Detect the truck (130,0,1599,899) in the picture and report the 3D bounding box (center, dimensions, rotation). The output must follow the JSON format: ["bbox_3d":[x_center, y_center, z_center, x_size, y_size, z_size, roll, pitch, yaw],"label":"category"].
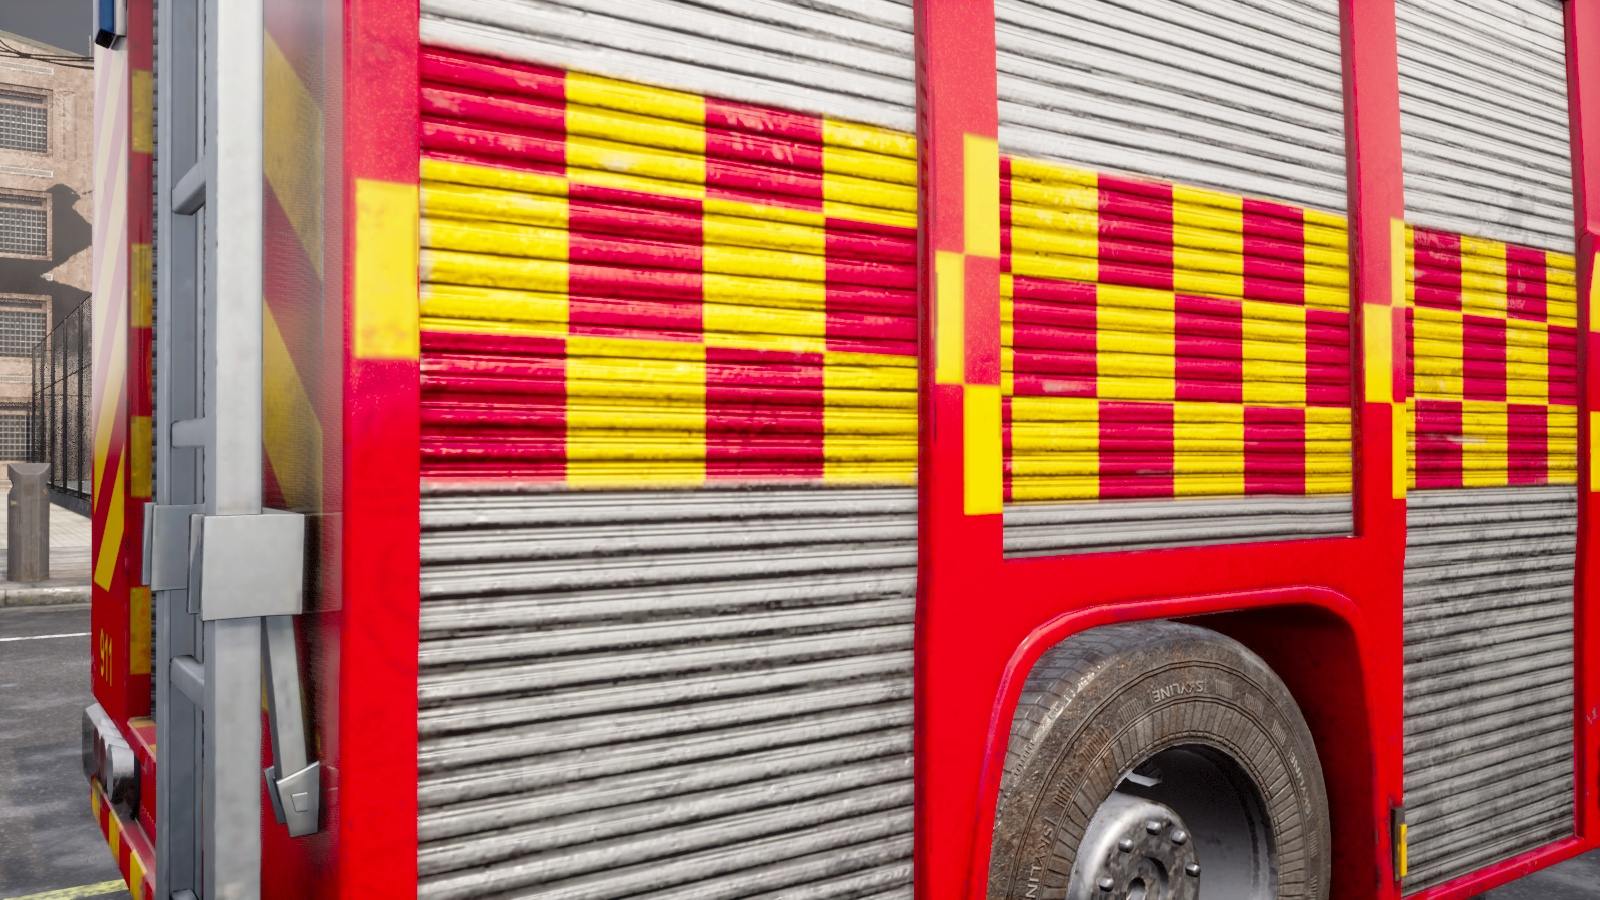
[{"bbox_3d":[2.187,-0.412,5.195,8.468,3.827,2.891,0,0,-35],"label":"truck"}]
